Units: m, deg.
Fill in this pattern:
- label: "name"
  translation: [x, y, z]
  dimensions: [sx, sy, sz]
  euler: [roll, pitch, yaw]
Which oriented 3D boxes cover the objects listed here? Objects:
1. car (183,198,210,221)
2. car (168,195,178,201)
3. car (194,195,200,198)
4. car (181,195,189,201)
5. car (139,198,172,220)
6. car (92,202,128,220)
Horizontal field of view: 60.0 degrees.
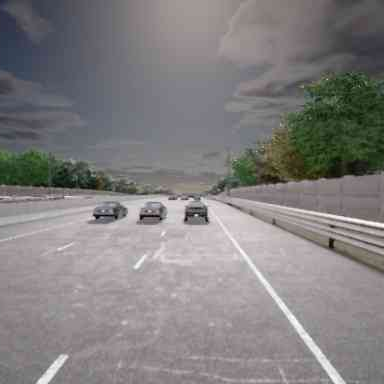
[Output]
- label: "car"
  translation: [0.362, 1.503, 27.396]
  dimensions: [1.837, 1.490, 4.892]
  euler: [0, 0, 1]
- label: "car"
  translation: [-5.645, 1.778, 92.927]
  dimensions: [1.895, 1.301, 4.718]
  euler: [0, -1, 1]
- label: "car"
  translation: [1.354, 1.755, 92.792]
  dimensions: [1.812, 1.442, 4.674]
  euler: [0, -1, 1]
- label: "car"
  translation: [-2.152, 1.740, 92.395]
  dimensions: [2.033, 1.411, 5.357]
  euler: [0, -1, 1]
- label: "car"
  translation: [-3.139, 1.520, 27.450]
  dimensions: [2.033, 1.411, 5.357]
  euler: [0, 0, 1]
- label: "car"
  translation: [-6.637, 1.496, 27.504]
  dimensions: [2.033, 1.411, 5.357]
  euler: [0, 0, 1]
